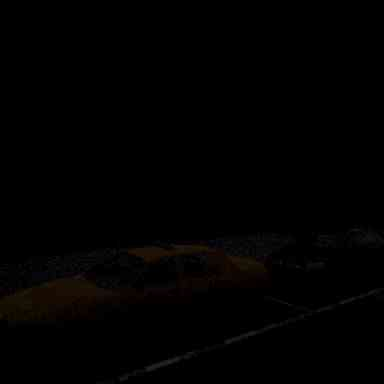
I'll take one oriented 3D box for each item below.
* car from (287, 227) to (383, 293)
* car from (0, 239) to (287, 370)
[{"bbox_3d":[3.833,1.620,8.922,4.206,1.307,1.802,0,0,-35],"label":"car"},{"bbox_3d":[-0.712,1.538,5.681,4.829,1.417,1.752,0,0,-35],"label":"car"}]
